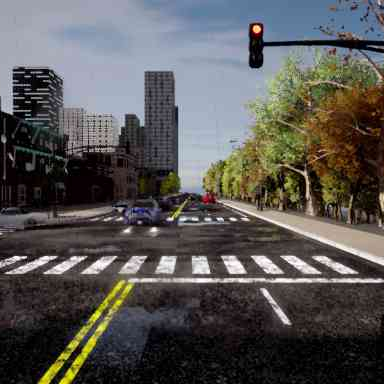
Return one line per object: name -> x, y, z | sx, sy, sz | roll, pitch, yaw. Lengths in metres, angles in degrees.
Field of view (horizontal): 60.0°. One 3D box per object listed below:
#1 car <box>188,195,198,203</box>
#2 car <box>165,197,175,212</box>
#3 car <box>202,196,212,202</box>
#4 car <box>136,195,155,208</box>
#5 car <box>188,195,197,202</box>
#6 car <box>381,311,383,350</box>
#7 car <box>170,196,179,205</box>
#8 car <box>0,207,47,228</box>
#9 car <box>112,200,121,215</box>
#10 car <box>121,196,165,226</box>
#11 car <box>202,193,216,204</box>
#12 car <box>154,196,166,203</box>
car -> 0.204, 1.467, 66.209 | 2.128, 1.511, 4.902 | 0, 0, 0
car -> -3.289, 1.588, 38.458 | 1.895, 1.301, 4.718 | 0, 0, 0
car -> 3.371, 1.522, 75.893 | 1.994, 1.385, 4.181 | 0, 0, 0
car -> -6.523, 1.336, 47.363 | 2.097, 1.767, 4.553 | 0, 0, 0
car -> 0.125, 1.447, 76.516 | 1.882, 1.535, 5.008 | 0, 0, 0
car -> 3.355, 1.491, 2.362 | 2.128, 1.511, 4.902 | 0, 0, 0
car -> -3.247, 1.485, 56.738 | 1.837, 1.490, 4.892 | 0, 0, 0
car -> -11.707, 1.667, 20.839 | 4.718, 1.301, 1.895 | -2, 0, -29
car -> -6.586, 1.482, 33.372 | 2.128, 1.511, 4.902 | 0, 0, 2
car -> -3.313, 1.345, 23.318 | 2.097, 1.767, 4.553 | 0, 0, 0
car -> 3.449, 1.197, 65.309 | 2.150, 2.045, 5.566 | 0, 0, 1
car -> -6.406, 1.538, 67.694 | 1.994, 1.385, 4.181 | 0, 0, 0
